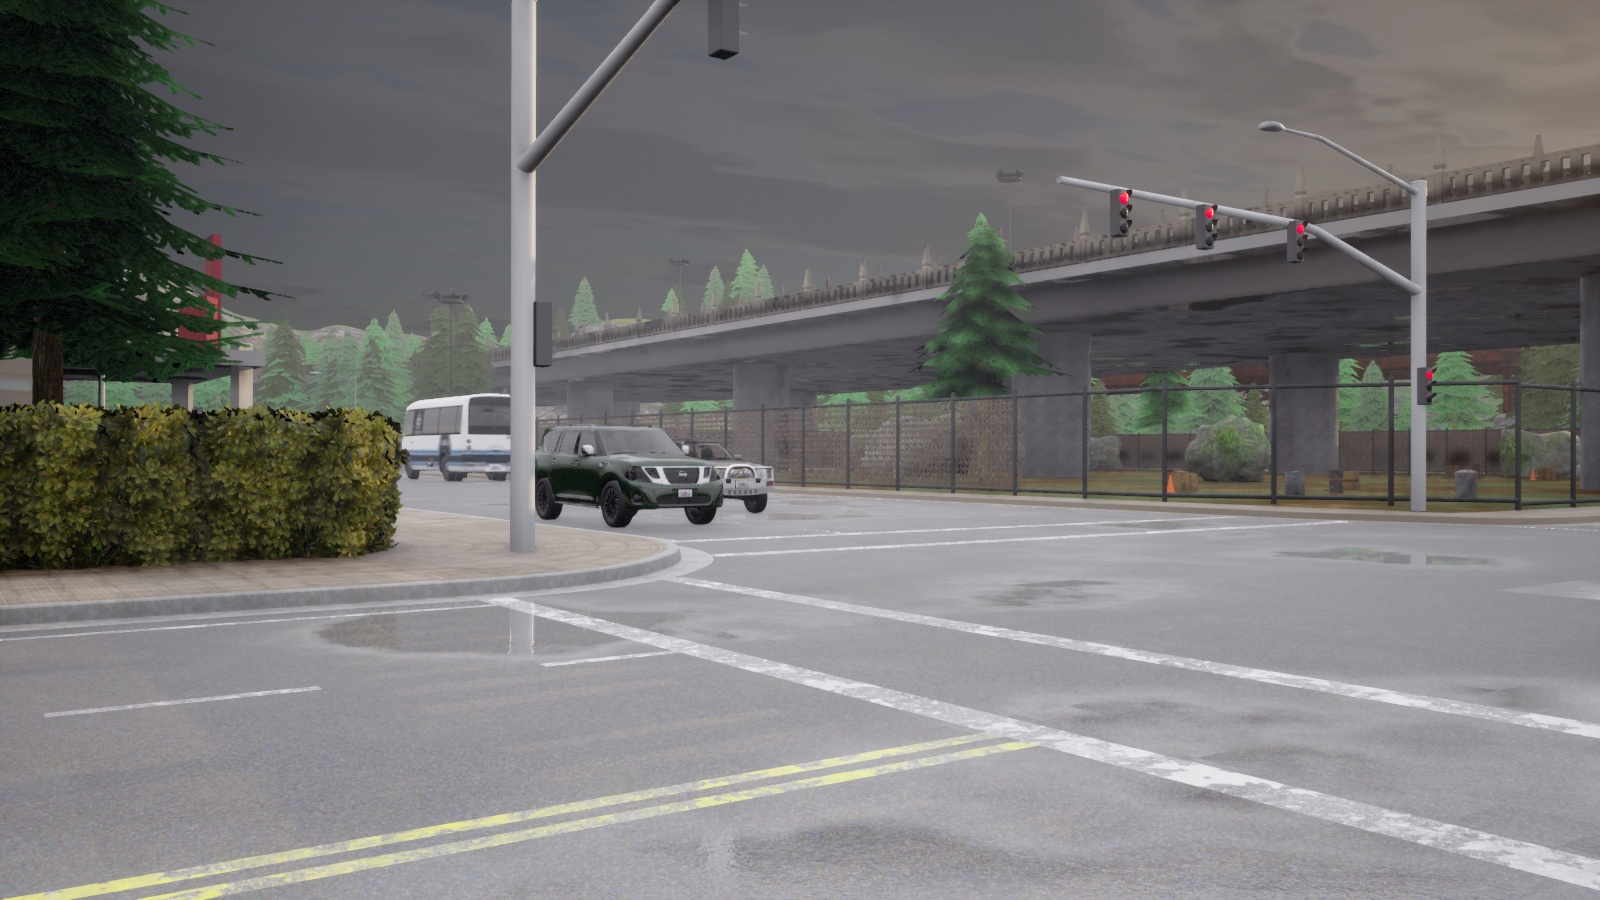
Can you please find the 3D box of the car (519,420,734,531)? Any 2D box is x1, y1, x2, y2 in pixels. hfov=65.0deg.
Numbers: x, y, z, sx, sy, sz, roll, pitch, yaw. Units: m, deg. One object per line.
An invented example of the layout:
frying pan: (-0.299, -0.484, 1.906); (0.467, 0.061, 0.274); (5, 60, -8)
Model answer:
car: (-3.753, 0.480, 26.071); (2.150, 2.045, 5.566); (0, 0, -35)

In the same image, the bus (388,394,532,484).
bus: (-17.696, -0.491, 64.635); (3.944, 4.253, 10.273); (0, 0, -35)

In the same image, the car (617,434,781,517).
car: (-2.549, 0.586, 30.481); (1.932, 1.855, 4.605); (0, 0, -35)
